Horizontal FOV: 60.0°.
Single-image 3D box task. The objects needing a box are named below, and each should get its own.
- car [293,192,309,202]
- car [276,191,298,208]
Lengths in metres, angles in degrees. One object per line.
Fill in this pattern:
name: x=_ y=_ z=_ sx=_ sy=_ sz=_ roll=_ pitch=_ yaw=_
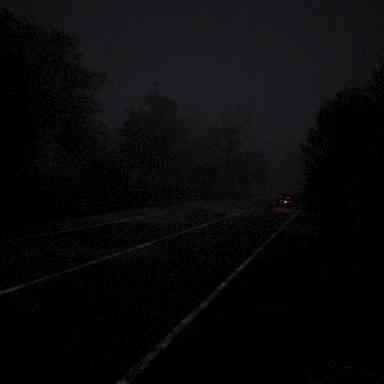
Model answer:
car: x=16.694 y=0.780 z=50.710 sx=1.895 sy=1.301 sz=4.718 roll=6 pitch=2 yaw=22
car: x=9.601 y=0.708 z=33.070 sx=1.837 sy=1.490 sz=4.892 roll=7 pitch=2 yaw=22
